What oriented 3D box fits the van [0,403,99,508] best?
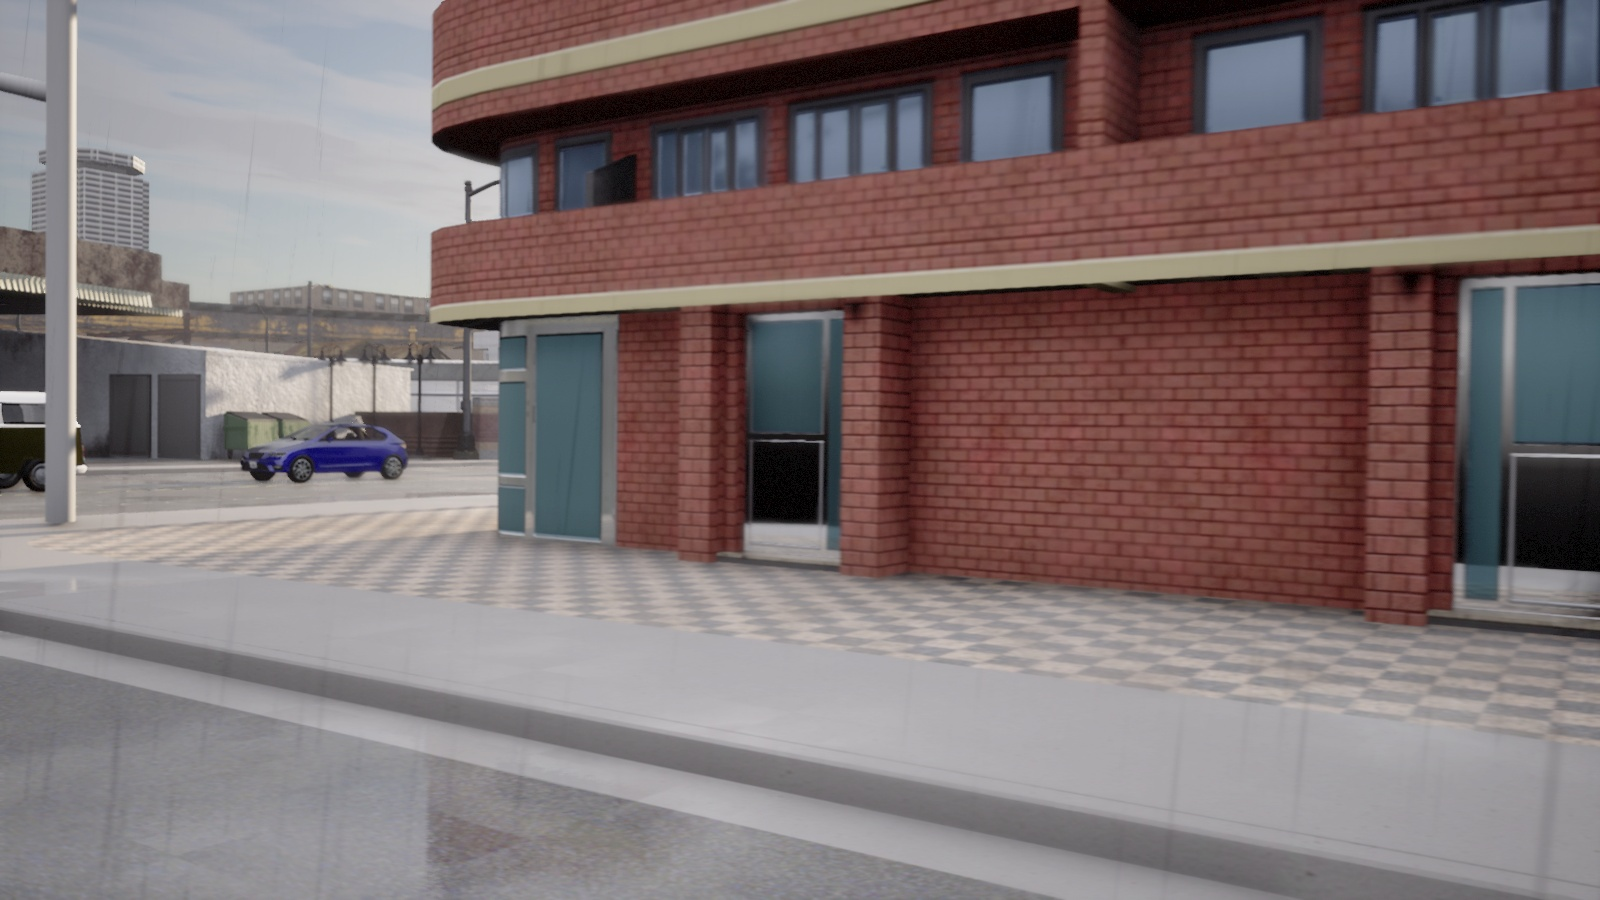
[{"bbox_3d":[-16.695,0.108,24.812,2.069,2.038,4.480,0,1,32],"label":"van"}]

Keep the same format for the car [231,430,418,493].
[{"bbox_3d":[-12.033,0.244,32.036,1.816,1.474,4.193,0,1,33],"label":"car"}]
